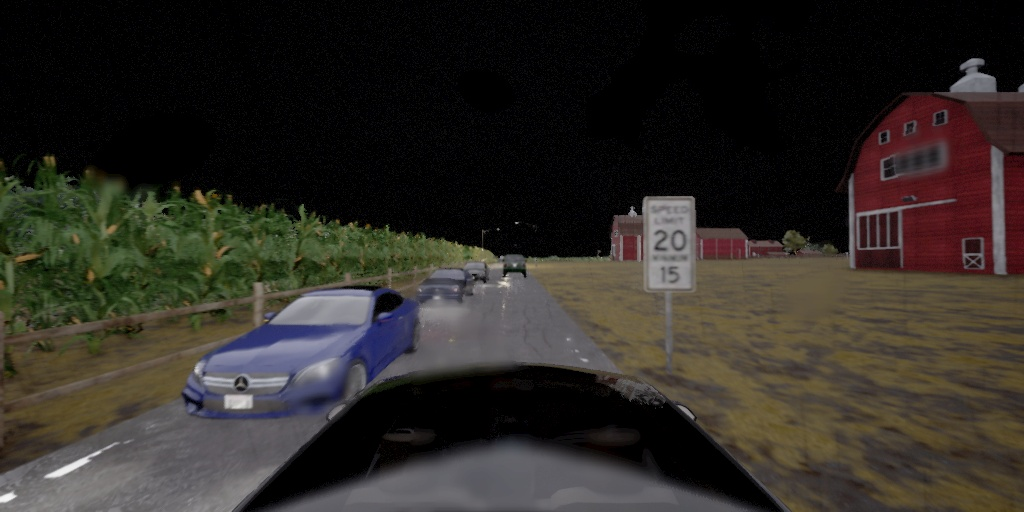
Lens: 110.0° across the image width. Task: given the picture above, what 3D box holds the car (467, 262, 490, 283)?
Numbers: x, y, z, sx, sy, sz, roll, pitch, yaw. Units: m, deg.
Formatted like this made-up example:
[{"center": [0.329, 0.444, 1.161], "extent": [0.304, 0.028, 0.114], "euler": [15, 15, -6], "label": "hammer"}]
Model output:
[{"center": [-2.686, 1.181, 26.908], "extent": [1.837, 1.490, 4.892], "euler": [0, 0, 1], "label": "car"}]

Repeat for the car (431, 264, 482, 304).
[{"center": [-2.782, 1.256, 16.473], "extent": [2.033, 1.411, 5.357], "euler": [0, 0, 1], "label": "car"}]

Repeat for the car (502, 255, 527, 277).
[{"center": [0.249, 0.888, 33.932], "extent": [2.150, 2.045, 5.566], "euler": [0, 1, 0], "label": "car"}]

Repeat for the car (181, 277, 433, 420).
[{"center": [-2.838, 1.261, 6.070], "extent": [1.812, 1.442, 4.674], "euler": [0, 0, 0], "label": "car"}]
